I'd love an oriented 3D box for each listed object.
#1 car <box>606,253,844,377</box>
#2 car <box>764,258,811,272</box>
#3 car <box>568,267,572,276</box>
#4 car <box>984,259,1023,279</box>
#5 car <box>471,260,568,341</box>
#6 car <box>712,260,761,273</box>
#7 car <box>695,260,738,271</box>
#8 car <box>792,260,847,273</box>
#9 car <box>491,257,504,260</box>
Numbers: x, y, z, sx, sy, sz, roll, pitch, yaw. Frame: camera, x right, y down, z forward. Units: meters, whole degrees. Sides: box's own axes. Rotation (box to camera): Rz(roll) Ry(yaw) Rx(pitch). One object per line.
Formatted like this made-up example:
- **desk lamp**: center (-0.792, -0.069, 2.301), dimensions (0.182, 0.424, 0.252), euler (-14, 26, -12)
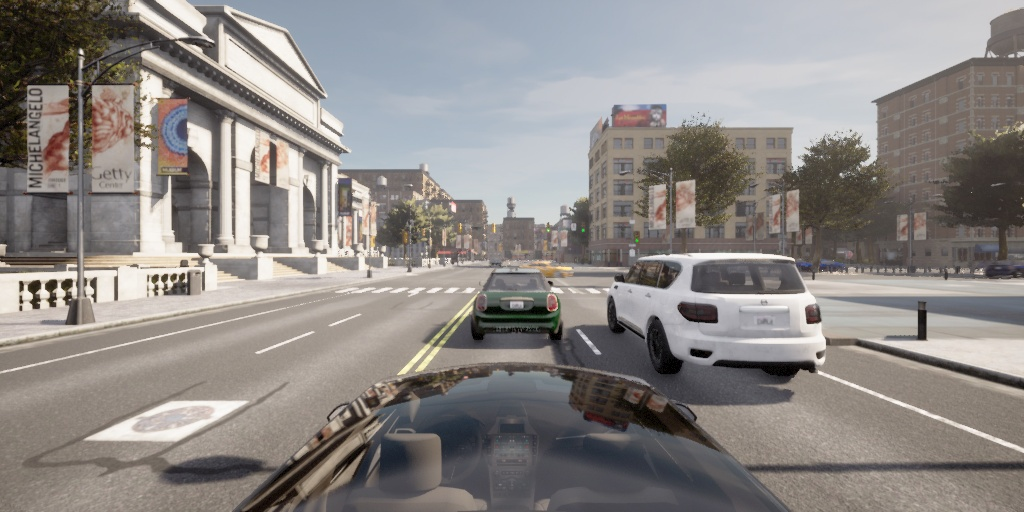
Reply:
- **car**: center (3.576, 0.971, 7.577), dimensions (2.150, 2.045, 5.566), euler (0, 0, 3)
- **car**: center (36.152, 1.102, 47.108), dimensions (4.553, 1.767, 2.097), euler (0, 0, 1)
- **car**: center (3.110, 1.254, 33.338), dimensions (5.008, 1.535, 1.882), euler (0, 3, 31)
- **car**: center (45.512, 1.099, 31.985), dimensions (4.553, 1.767, 2.097), euler (0, 0, 1)
- **car**: center (0.129, 1.101, 10.046), dimensions (2.097, 1.767, 4.553), euler (0, 0, 1)
- **car**: center (27.274, 1.253, 43.666), dimensions (4.892, 1.490, 1.837), euler (0, 0, 1)
- **car**: center (26.860, 1.274, 47.172), dimensions (4.674, 1.442, 1.812), euler (0, 0, 0)
- **car**: center (37.309, 1.226, 43.586), dimensions (5.008, 1.535, 1.882), euler (0, 0, 1)
- **car**: center (-2.921, 1.020, 63.209), dimensions (2.097, 1.767, 4.553), euler (0, 0, 1)
